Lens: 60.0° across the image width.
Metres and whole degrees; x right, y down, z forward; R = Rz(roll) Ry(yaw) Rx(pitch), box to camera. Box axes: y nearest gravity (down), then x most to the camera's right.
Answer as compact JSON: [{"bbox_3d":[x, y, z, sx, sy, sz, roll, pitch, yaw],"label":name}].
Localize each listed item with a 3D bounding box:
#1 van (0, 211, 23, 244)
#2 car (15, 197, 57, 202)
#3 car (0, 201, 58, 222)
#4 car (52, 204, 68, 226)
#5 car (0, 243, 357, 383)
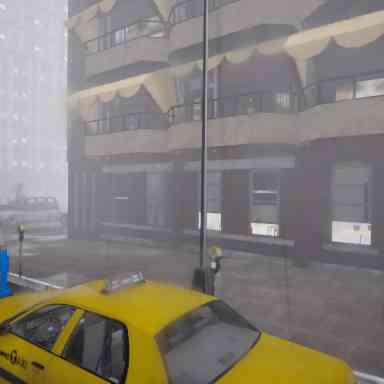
[{"bbox_3d":[-5.317,1.339,6.663,3.998,1.788,1.690,0,1,36],"label":"van"},{"bbox_3d":[-13.735,1.339,28.124,2.192,1.841,5.009,1,0,36],"label":"car"},{"bbox_3d":[-12.528,1.653,25.370,1.895,1.301,4.718,1,0,36],"label":"car"},{"bbox_3d":[-6.951,1.686,23.209,1.887,1.381,4.507,1,0,36],"label":"car"},{"bbox_3d":[-0.897,1.525,3.506,4.829,1.417,1.752,0,1,36],"label":"car"}]
